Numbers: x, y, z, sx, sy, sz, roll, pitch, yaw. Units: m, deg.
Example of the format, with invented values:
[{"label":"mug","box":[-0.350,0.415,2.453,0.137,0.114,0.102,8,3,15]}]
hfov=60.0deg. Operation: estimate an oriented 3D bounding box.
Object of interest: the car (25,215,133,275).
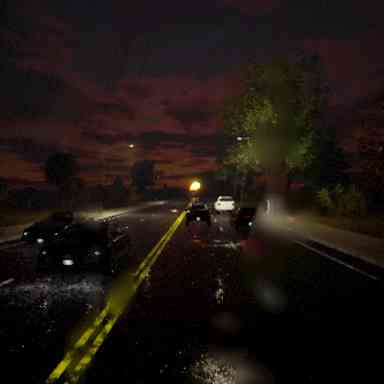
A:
[{"label":"car","box":[-3.189,1.656,10.613,1.994,1.385,4.181,0,-1,1]}]

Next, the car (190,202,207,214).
[{"label":"car","box":[0.757,1.956,41.301,1.994,1.385,4.181,0,0,1]}]

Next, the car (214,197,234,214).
[{"label":"car","box":[4.001,1.624,41.047,2.150,2.045,5.566,0,-1,1]}]

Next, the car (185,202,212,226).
[{"label":"car","box":[0.507,1.755,26.136,1.837,1.490,4.892,0,-2,1]}]

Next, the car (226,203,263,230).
[{"label":"car","box":[3.712,1.747,23.180,1.837,1.490,4.892,0,0,1]}]

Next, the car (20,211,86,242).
[{"label":"car","box":[-6.331,1.684,16.600,2.033,1.411,5.357,0,-1,1]}]
